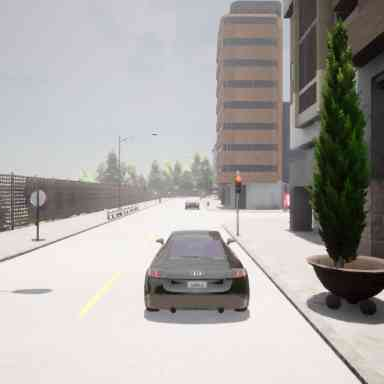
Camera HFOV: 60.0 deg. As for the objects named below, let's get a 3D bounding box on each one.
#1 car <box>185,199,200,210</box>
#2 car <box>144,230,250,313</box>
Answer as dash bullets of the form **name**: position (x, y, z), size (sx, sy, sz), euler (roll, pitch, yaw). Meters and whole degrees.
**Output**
- **car**: position (0.028, 1.601, 43.884), size (1.895, 1.301, 4.718), euler (0, 0, -1)
- **car**: position (0.085, 1.564, 7.730), size (1.994, 1.385, 4.181), euler (0, 0, 0)
